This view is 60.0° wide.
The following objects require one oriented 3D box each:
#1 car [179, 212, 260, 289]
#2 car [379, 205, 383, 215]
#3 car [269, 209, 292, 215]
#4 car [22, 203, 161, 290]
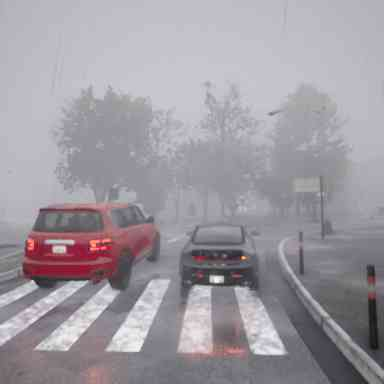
[{"bbox_3d":[0.837,1.559,9.336,1.837,1.490,4.892,-1,0,8],"label":"car"},{"bbox_3d":[27.945,2.503,47.241,1.882,1.535,5.008,-4,-4,36],"label":"car"},{"bbox_3d":[19.103,4.408,72.285,4.902,1.511,2.128,-3,-6,37],"label":"car"},{"bbox_3d":[-2.444,1.313,9.581,2.150,2.045,5.566,-1,-1,7],"label":"car"}]
